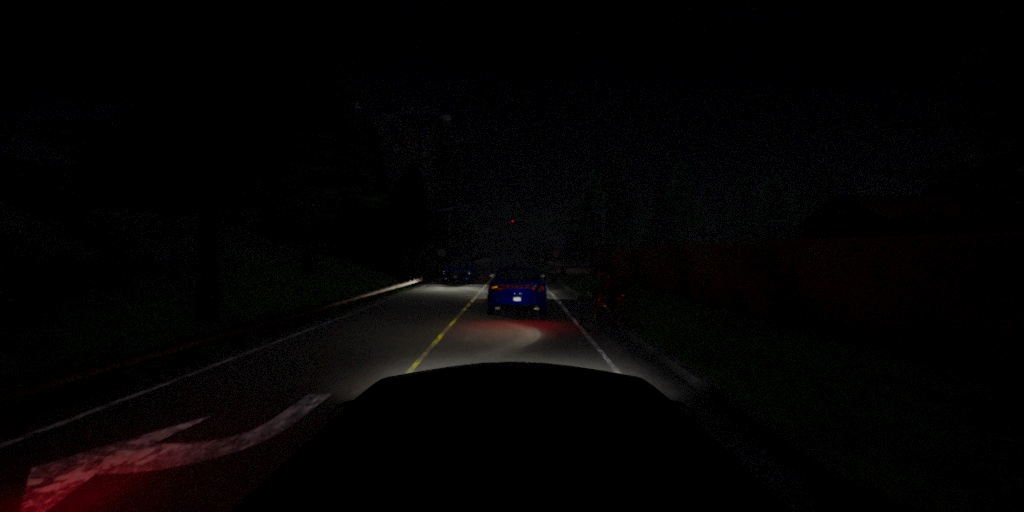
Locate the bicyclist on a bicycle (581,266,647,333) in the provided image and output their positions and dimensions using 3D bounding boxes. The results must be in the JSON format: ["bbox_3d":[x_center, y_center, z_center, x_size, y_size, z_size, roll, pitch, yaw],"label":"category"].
[{"bbox_3d":[2.428,1.034,8.812,1.656,1.620,0.582,-9,1,1],"label":"bicyclist on a bicycle"}]

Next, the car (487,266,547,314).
[{"bbox_3d":[0.194,1.084,12.992,1.882,1.535,5.008,0,1,1],"label":"car"}]

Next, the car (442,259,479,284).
[{"bbox_3d":[-3.307,0.931,23.723,1.882,1.535,5.008,0,1,1],"label":"car"}]
